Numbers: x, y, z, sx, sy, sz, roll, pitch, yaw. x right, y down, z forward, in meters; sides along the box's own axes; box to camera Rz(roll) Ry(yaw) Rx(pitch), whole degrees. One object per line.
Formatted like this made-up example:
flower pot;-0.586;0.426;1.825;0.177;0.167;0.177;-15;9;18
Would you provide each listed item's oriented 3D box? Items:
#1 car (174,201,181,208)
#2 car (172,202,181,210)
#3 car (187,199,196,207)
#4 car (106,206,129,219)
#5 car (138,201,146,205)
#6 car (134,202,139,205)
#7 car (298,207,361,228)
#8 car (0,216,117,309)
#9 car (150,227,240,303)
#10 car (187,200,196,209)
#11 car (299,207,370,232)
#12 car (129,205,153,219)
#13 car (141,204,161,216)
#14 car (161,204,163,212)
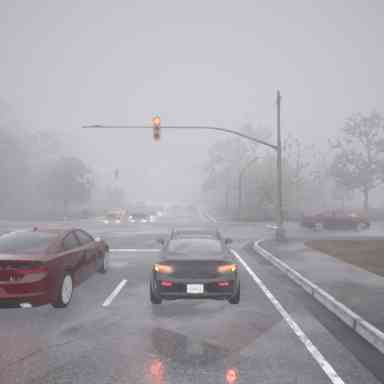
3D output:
car;-3.761;3.219;86.876;1.812;1.442;4.674;0;0;-4
car;-3.642;3.350;76.965;1.895;1.301;4.718;0;0;0
car;-0.252;2.886;87.001;2.097;1.767;4.553;0;0;-4
car;-10.684;3.028;47.027;1.882;1.535;5.008;0;-2;0
car;-10.626;3.025;68.691;2.150;2.045;5.566;0;0;0
car;-10.687;3.101;55.886;2.097;1.767;4.553;0;-1;0
car;11.757;2.161;28.653;4.553;1.767;2.097;0;-2;-2
car;-3.432;1.555;8.110;1.882;1.535;5.008;0;-1;0
car;0.065;1.605;8.255;1.812;1.442;4.674;0;-1;0
car;-0.142;3.298;77.266;1.994;1.385;4.181;0;0;0
car;10.582;2.122;24.861;5.008;1.535;1.882;0;-2;-1
car;-7.173;3.031;47.163;1.882;1.535;5.008;0;-2;1
car;-7.188;3.262;57.608;2.128;1.511;4.902;0;-1;0
car;-7.129;3.320;70.522;2.128;1.511;4.902;0;0;0
